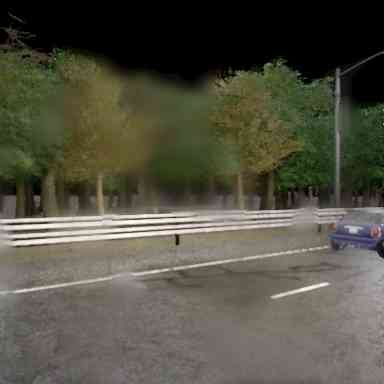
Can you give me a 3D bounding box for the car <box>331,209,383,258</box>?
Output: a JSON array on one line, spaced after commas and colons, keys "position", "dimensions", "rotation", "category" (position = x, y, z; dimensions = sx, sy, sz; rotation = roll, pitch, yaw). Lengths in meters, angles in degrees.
[{"position": [7.718, 1.483, 13.443], "dimensions": [4.553, 1.767, 2.097], "rotation": [1, 0, -34], "category": "car"}]
